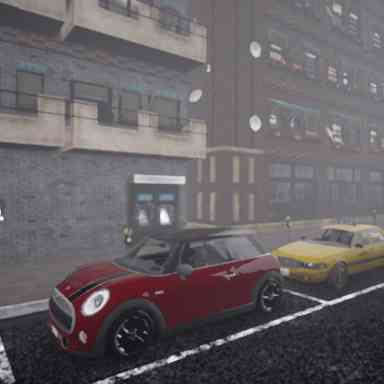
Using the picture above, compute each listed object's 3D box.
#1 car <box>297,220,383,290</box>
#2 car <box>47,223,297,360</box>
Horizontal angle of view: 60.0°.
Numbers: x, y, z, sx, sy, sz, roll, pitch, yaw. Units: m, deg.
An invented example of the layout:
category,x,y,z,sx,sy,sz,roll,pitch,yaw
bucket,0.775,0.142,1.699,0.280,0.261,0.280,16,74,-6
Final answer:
category,x,y,z,sx,sy,sz,roll,pitch,yaw
car,4.058,1.475,8.994,4.829,1.417,1.752,0,1,-36
car,-0.317,1.422,5.864,4.097,1.590,1.967,0,1,-36
